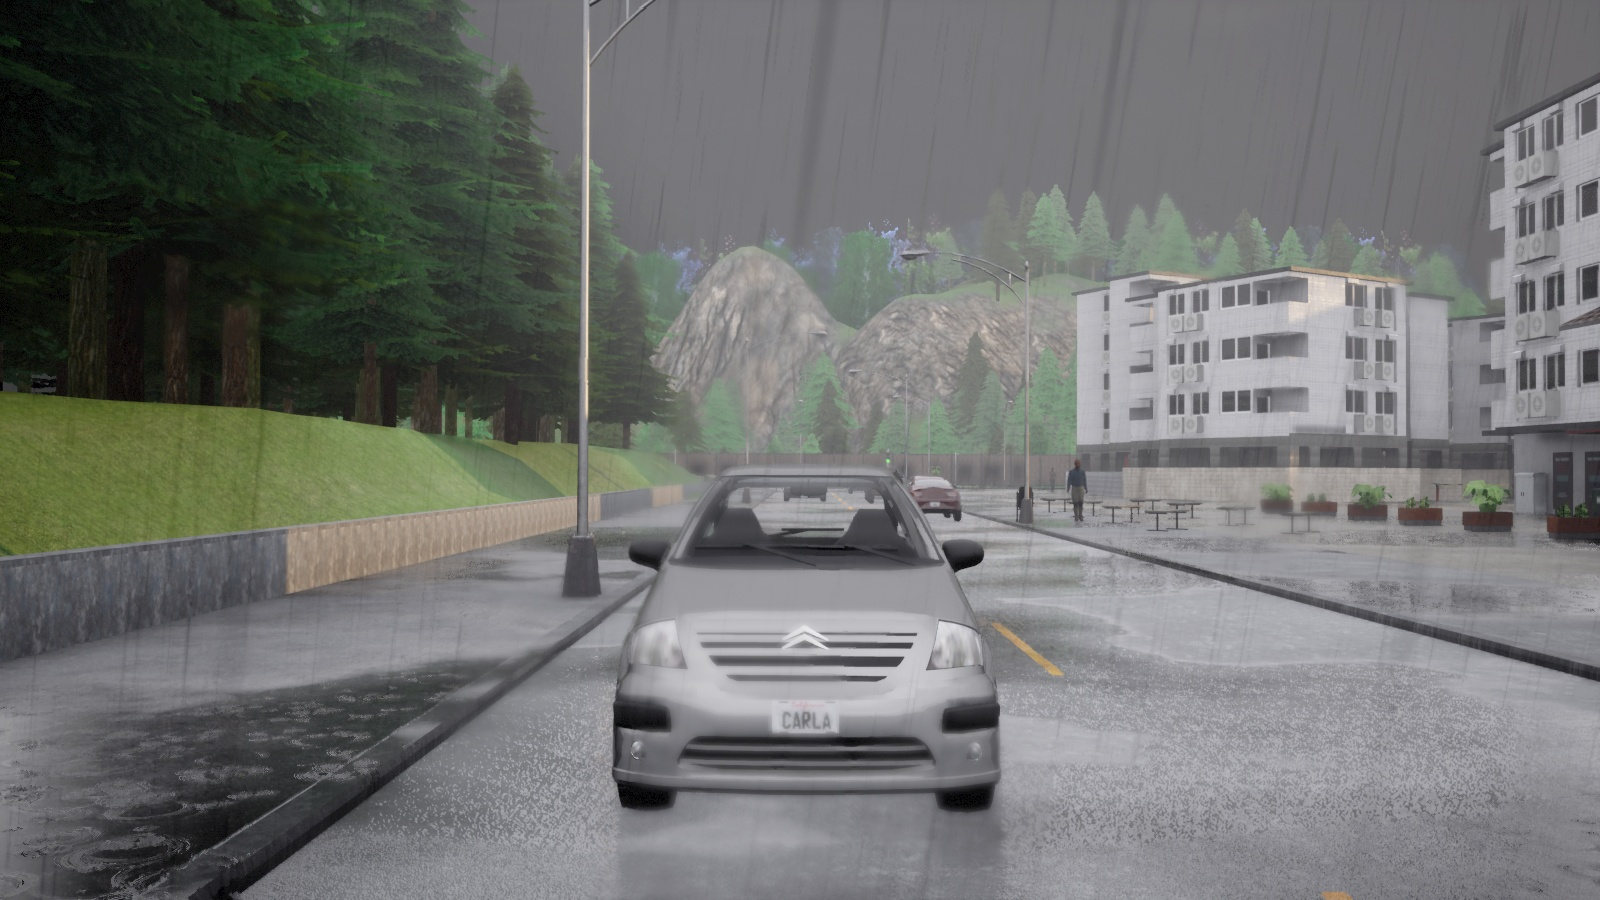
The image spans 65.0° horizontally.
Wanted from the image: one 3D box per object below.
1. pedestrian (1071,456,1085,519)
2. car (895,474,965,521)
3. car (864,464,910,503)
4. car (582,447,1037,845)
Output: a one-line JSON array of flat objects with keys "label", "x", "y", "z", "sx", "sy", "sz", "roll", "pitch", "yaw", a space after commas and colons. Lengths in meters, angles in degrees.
[{"label": "pedestrian", "x": 8.207, "y": 1.113, "z": 37.066, "sx": 0.370, "sy": 1.835, "sz": 0.726, "roll": 0, "pitch": -1, "yaw": 12}, {"label": "car", "x": 4.179, "y": 1.512, "z": 41.081, "sx": 1.812, "sy": 1.442, "sz": 4.674, "roll": 0, "pitch": -1, "yaw": 0}, {"label": "car", "x": 4.261, "y": 1.656, "z": 62.196, "sx": 1.932, "sy": 1.855, "sz": 4.605, "roll": 0, "pitch": -1, "yaw": 0}, {"label": "car", "x": 0.044, "y": 0.832, "z": 7.120, "sx": 1.851, "sy": 1.617, "sz": 3.988, "roll": 0, "pitch": -1, "yaw": 0}]
